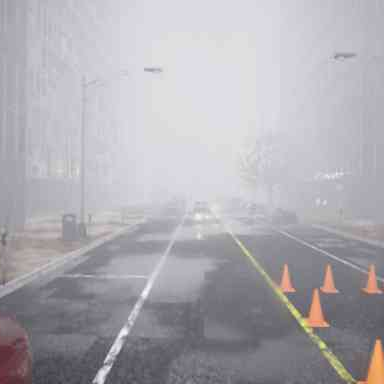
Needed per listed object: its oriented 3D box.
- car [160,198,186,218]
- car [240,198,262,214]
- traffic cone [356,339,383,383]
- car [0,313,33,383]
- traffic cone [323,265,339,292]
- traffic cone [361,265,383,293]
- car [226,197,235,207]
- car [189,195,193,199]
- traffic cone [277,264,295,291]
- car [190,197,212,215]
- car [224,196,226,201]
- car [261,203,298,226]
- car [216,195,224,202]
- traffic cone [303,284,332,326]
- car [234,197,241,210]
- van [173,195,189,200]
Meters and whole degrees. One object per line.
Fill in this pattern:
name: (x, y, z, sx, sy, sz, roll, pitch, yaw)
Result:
car: (-1.783, 1.547, 30.016, 2.008, 1.369, 4.403, 1, 0, 1)
car: (6.706, 1.641, 35.542, 2.008, 1.369, 4.403, 1, 0, 1)
traffic cone: (2.124, 1.981, 3.797, 0.340, 0.580, 0.340, 1, 0, 1)
car: (-2.332, 1.557, 1.558, 1.802, 1.307, 4.206, 1, 0, 1)
traffic cone: (3.200, 1.996, 7.776, 0.340, 0.580, 0.340, 1, 0, 1)
traffic cone: (4.200, 2.007, 7.757, 0.340, 0.580, 0.340, 1, 0, 1)
car: (7.036, 1.521, 52.616, 1.967, 1.590, 4.097, 1, 0, 1)
car: (-0.575, 1.485, 92.624, 1.887, 1.381, 4.507, 1, 0, 1)
traffic cone: (2.201, 1.985, 7.795, 0.340, 0.580, 0.340, 1, 0, 1)
car: (0.993, 1.574, 34.491, 2.033, 1.411, 5.357, 1, 0, 1)
car: (7.146, 1.517, 58.307, 1.967, 1.590, 4.097, 1, 0, 1)
car: (6.486, 1.668, 24.159, 1.802, 1.307, 4.206, 1, 0, 1)
car: (7.584, 1.597, 81.074, 1.887, 1.381, 4.507, 1, 0, 1)
traffic cone: (2.163, 1.983, 5.796, 0.340, 0.580, 0.340, 1, 0, 1)
car: (6.815, 1.640, 41.233, 2.008, 1.369, 4.403, 1, 0, 1)
van: (-1.561, 1.337, 41.399, 1.690, 1.788, 3.998, 1, 0, 1)
